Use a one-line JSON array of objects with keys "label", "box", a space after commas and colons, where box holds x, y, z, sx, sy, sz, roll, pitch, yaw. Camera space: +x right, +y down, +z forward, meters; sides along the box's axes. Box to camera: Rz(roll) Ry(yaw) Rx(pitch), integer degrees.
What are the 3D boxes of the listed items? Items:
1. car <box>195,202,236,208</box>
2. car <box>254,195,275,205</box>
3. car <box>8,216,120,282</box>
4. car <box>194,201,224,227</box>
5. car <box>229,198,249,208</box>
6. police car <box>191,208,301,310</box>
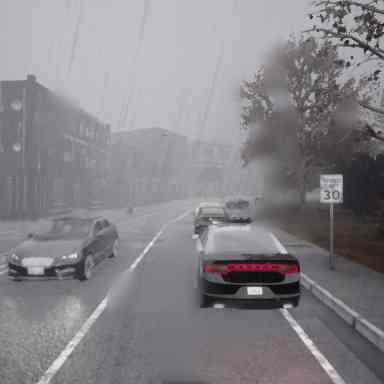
[{"label": "car", "box": [1.043, 1.510, 17.925, 1.837, 1.490, 4.892, 0, 0, 1]}, {"label": "car", "box": [12.050, 1.290, 55.318, 1.837, 1.490, 4.892, -1, 1, 40]}, {"label": "car", "box": [-3.462, 1.494, 9.864, 2.128, 1.511, 4.902, 0, 0, 0]}, {"label": "car", "box": [1.262, 1.481, 23.772, 1.882, 1.535, 5.008, 0, 0, 4]}, {"label": "car", "box": [6.399, 1.518, 46.160, 1.895, 1.301, 4.718, 0, 0, 28]}, {"label": "police car", "box": [1.034, 1.427, 8.079, 1.930, 1.638, 5.238, 0, 0, 0]}]
